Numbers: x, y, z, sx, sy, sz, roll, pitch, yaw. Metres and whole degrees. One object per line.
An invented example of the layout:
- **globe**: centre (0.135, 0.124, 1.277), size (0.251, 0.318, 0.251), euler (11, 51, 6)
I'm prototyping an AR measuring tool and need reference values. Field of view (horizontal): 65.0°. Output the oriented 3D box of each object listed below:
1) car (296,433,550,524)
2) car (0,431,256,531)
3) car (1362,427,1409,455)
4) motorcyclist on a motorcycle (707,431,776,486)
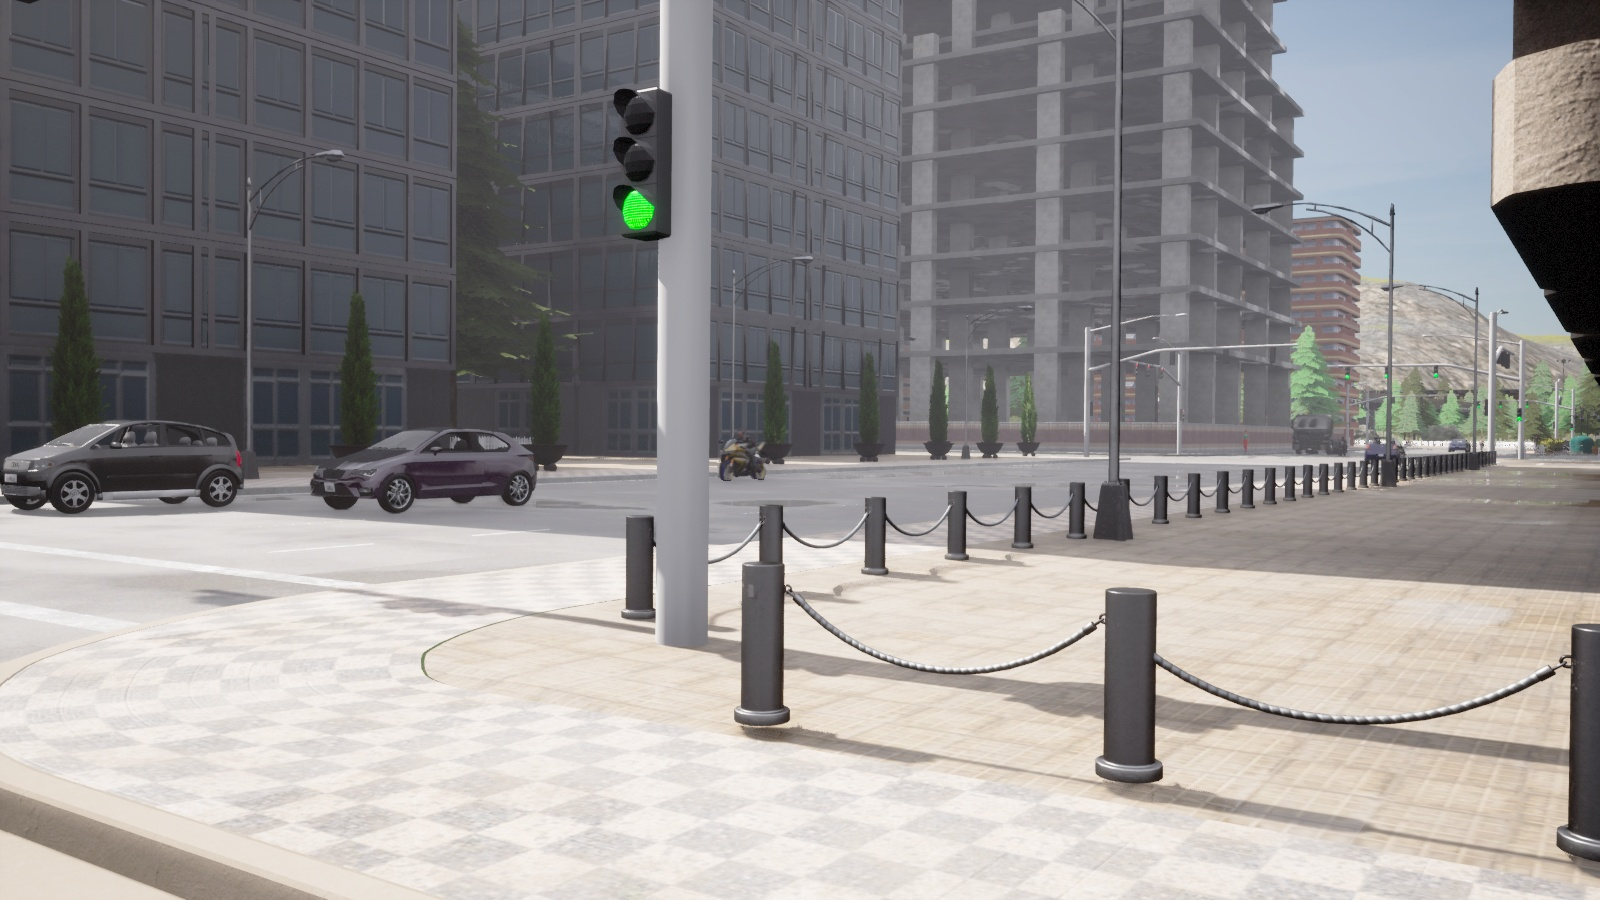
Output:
- **car**: centre (-6.723, 0.439, 22.796), size (1.816, 1.474, 4.193), euler (0, 1, 34)
- **car**: centre (-11.657, 0.463, 21.730), size (1.789, 1.549, 3.705), euler (0, 1, 34)
- **car**: centre (31.691, -0.501, 67.883), size (1.845, 1.501, 3.633), euler (0, 1, 32)
- **motorcyclist on a motorcycle**: centre (-1.688, 0.227, 36.560), size (0.866, 1.530, 2.191), euler (0, 1, 34)
